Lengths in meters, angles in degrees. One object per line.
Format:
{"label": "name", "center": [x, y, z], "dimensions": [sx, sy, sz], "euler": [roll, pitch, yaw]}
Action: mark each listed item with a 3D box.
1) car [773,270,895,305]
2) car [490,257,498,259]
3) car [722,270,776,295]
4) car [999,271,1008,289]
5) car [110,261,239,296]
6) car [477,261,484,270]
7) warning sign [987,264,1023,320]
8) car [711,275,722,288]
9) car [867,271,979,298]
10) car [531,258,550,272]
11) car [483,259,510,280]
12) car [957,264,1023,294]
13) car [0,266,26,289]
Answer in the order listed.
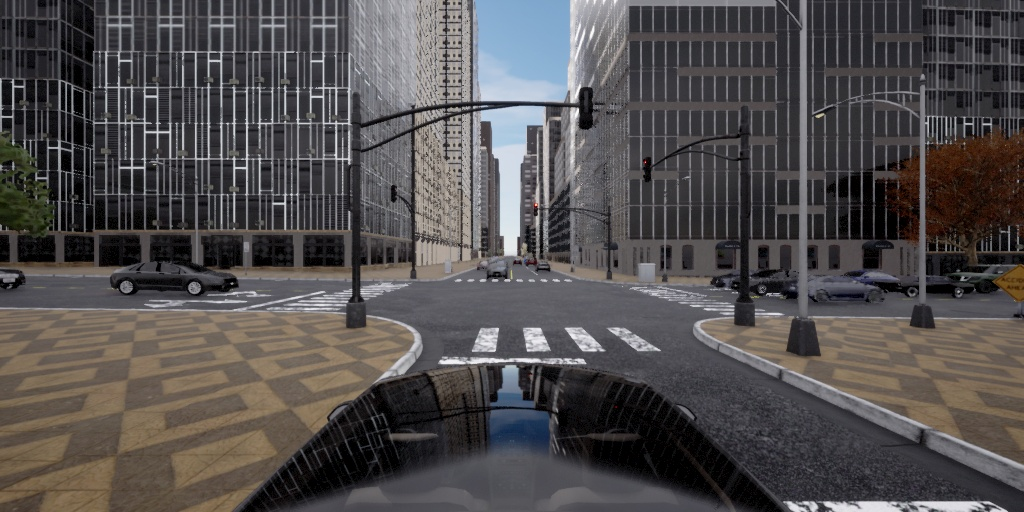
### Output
{"label": "car", "center": [16.159, 1.631, 18.167], "dimensions": [4.181, 1.385, 1.994], "euler": [1, 0, -2]}
{"label": "car", "center": [-1.559, 1.256, 44.748], "dimensions": [2.128, 1.511, 4.902], "euler": [0, 0, 0]}
{"label": "car", "center": [15.785, 1.564, 21.590], "dimensions": [4.892, 1.490, 1.837], "euler": [1, 0, -4]}
{"label": "car", "center": [34.120, 1.914, 22.433], "dimensions": [4.674, 1.442, 1.812], "euler": [1, 0, -2]}
{"label": "car", "center": [-15.516, 0.994, 16.653], "dimensions": [4.892, 1.490, 1.837], "euler": [1, 0, -3]}
{"label": "car", "center": [-4.059, 1.342, 51.470], "dimensions": [1.802, 1.307, 4.207], "euler": [0, 0, 0]}
{"label": "warning sign", "center": [17.268, 1.204, 12.189], "dimensions": [1.060, 1.860, 1.300], "euler": [0, 0, -3]}
{"label": "car", "center": [16.155, 1.629, 24.851], "dimensions": [4.181, 1.385, 1.994], "euler": [1, 0, -3]}
{"label": "car", "center": [25.028, 1.826, 22.017], "dimensions": [4.718, 1.301, 1.895], "euler": [1, 0, -3]}
{"label": "car", "center": [3.898, 1.329, 45.983], "dimensions": [1.948, 1.339, 4.313], "euler": [0, 0, 0]}
{"label": "car", "center": [-1.312, 1.274, 31.548], "dimensions": [1.837, 1.490, 4.892], "euler": [0, 0, -3]}
{"label": "car", "center": [34.181, 1.607, 25.695], "dimensions": [5.566, 2.045, 2.150], "euler": [1, 0, -3]}
{"label": "car", "center": [-25.298, 0.802, 16.197], "dimensions": [4.902, 1.511, 2.128], "euler": [1, 0, -3]}
